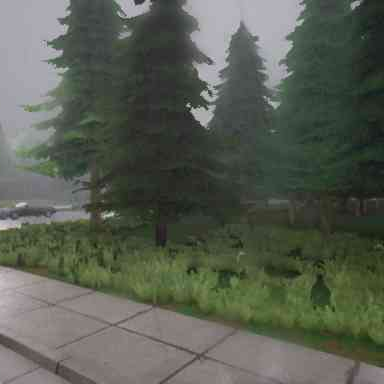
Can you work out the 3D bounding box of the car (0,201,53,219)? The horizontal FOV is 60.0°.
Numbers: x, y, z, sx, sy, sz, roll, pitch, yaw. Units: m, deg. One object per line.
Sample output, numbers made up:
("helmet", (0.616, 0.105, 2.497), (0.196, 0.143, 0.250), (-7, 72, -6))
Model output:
("car", (-13.725, 1.489, 27.915), (1.812, 1.442, 4.674), (0, 0, 34))
